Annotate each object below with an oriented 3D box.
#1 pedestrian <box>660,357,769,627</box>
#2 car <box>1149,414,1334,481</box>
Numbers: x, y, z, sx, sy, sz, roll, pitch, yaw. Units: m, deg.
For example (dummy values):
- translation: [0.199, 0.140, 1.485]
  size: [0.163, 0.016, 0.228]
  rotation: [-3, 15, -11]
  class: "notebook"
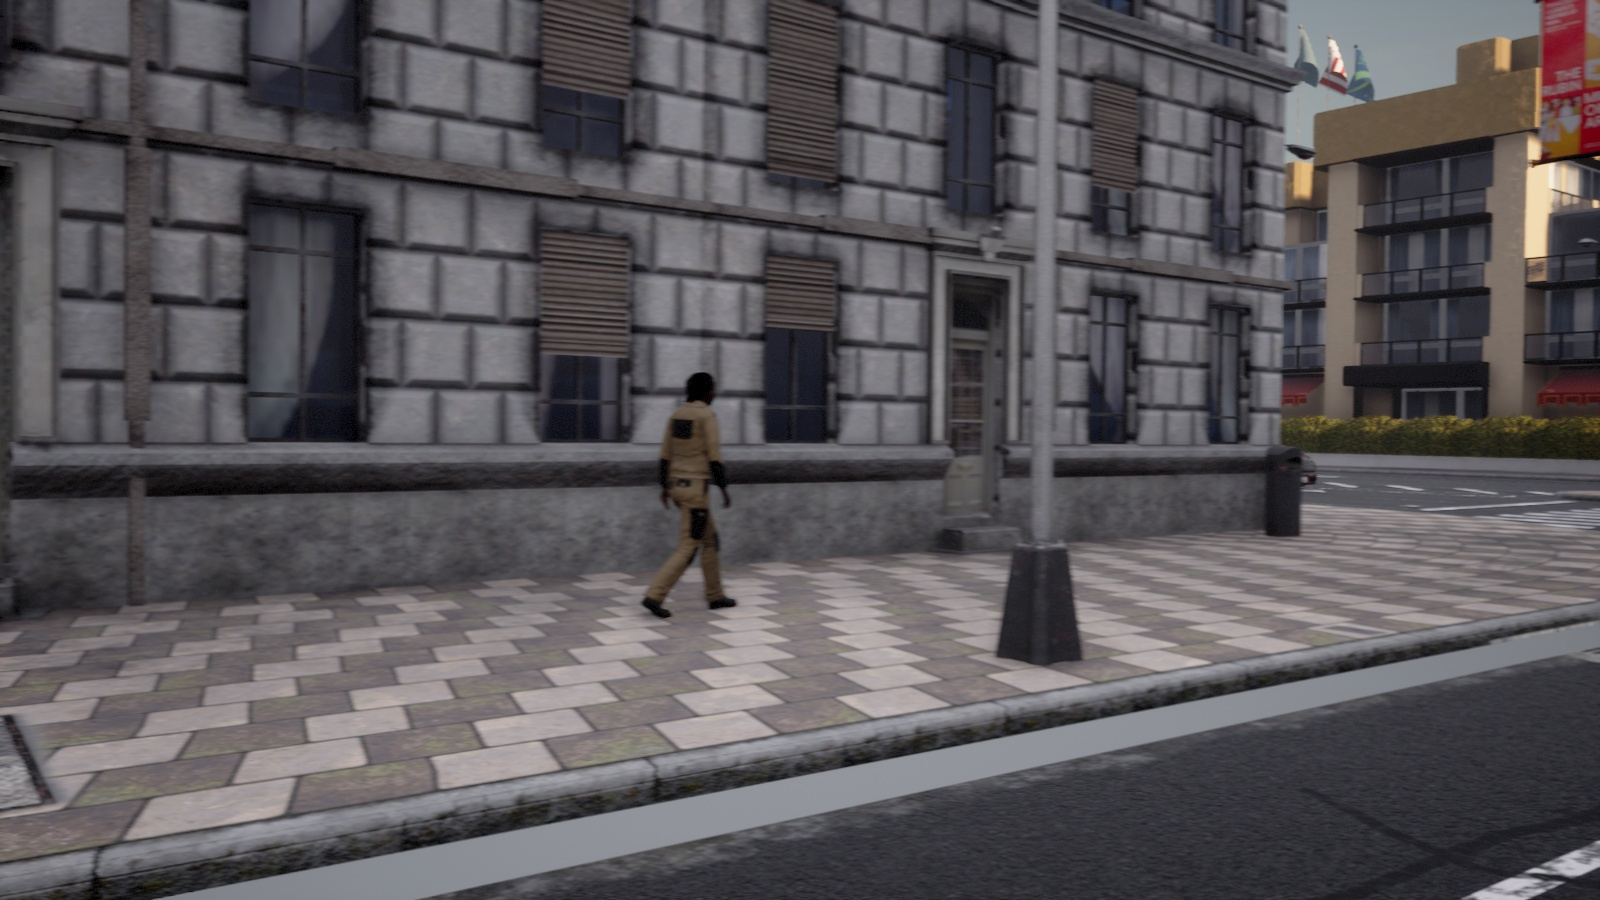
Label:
- translation: [-0.632, 0.294, 9.348]
  size: [0.692, 1.930, 0.396]
  rotation: [-1, 1, -39]
  class: "pedestrian"
- translation: [12.399, -0.103, 35.539]
  size: [2.097, 1.767, 4.553]
  rotation: [-1, 1, -36]
  class: "car"
